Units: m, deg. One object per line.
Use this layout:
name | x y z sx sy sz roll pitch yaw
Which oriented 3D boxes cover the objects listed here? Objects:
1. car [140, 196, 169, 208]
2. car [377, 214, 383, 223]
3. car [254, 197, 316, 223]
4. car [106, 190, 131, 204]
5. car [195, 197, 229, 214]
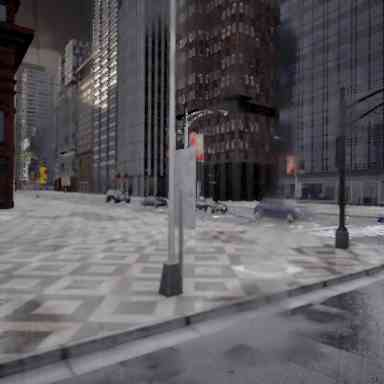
car | -4.466 1.181 40.380 2.033 1.411 5.357 1 0 -35
car | 14.184 1.571 19.878 2.033 1.411 5.357 1 1 -35
car | 6.756 1.233 24.442 2.097 1.767 4.553 1 0 -35
car | -11.119 0.711 49.905 2.150 2.045 5.566 1 0 -35
car | 1.471 1.268 31.943 1.837 1.490 4.892 1 0 -35
